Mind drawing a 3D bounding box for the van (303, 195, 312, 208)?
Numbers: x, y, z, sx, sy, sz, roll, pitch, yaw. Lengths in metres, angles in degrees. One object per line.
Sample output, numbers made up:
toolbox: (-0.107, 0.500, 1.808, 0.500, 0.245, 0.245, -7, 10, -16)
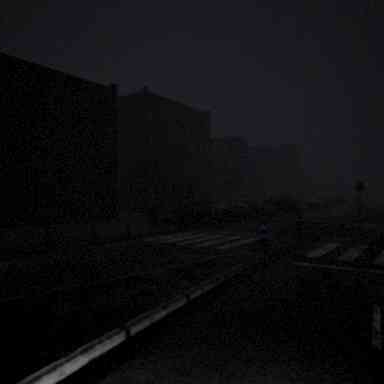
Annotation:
van: (13.269, 1.348, 44.604, 4.442, 1.987, 1.878, -1, 0, 36)

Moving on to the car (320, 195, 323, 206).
car: (16.361, 1.418, 49.174, 4.553, 1.767, 2.185, -1, 0, 36)

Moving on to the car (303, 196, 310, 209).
car: (11.723, 1.587, 42.322, 5.366, 1.575, 1.946, -1, 0, 36)

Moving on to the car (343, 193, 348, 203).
car: (26.024, 1.474, 62.600, 4.892, 1.521, 2.231, -1, 0, 36)

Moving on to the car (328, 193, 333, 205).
car: (19.623, 1.390, 53.621, 4.553, 1.767, 2.185, -1, 0, 36)

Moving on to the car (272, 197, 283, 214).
car: (6.751, 1.644, 35.709, 4.892, 1.521, 2.231, -1, 0, 36)

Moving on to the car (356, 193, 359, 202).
car: (32.446, 1.449, 71.566, 4.892, 1.521, 2.231, -1, 0, 36)

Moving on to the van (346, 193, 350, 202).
van: (27.790, 1.238, 64.879, 4.442, 1.987, 1.878, -1, 0, 36)

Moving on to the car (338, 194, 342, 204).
car: (22.814, 1.493, 58.118, 4.892, 1.521, 2.231, -1, 0, 36)

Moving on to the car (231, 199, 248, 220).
car: (1.934, 1.676, 28.980, 5.008, 1.535, 2.097, -1, 0, 36)

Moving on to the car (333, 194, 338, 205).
car: (21.209, 1.505, 55.876, 4.892, 1.521, 2.231, -1, 0, 36)

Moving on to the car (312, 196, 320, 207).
car: (14.778, 1.559, 46.917, 5.008, 1.535, 2.097, -1, 0, 36)

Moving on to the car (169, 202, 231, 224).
car: (0.353, 1.555, 26.714, 4.553, 1.767, 2.185, -1, 0, 36)

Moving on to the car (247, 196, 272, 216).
car: (5.172, 1.529, 33.442, 4.553, 1.767, 2.185, -1, 0, 36)

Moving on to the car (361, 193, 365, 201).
car: (37.253, 1.441, 78.298, 5.008, 1.535, 2.097, -1, -1, 36)

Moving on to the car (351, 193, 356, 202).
car: (30.685, 1.453, 69.437, 5.366, 1.575, 1.946, -1, 0, 36)

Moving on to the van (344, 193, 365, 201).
van: (40.371, 1.218, 82.847, 4.442, 1.987, 1.878, -1, -1, 36)

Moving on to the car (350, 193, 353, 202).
car: (29.233, 1.499, 67.085, 4.674, 1.452, 2.002, -1, 0, 36)

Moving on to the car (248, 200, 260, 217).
car: (3.545, 1.705, 31.216, 4.674, 1.452, 2.002, -1, 0, 36)

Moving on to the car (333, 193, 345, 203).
car: (24.420, 1.484, 60.359, 4.892, 1.521, 2.231, -1, 0, 36)

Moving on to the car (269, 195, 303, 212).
car: (9.940, 1.358, 40.205, 5.566, 2.045, 2.435, -1, 0, 36)

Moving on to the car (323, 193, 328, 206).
car: (17.966, 1.404, 51.415, 4.553, 1.767, 2.185, -1, 0, 36)

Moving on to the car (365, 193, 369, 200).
car: (38.836, 1.190, 80.554, 5.566, 2.045, 2.435, -1, -1, 36)
